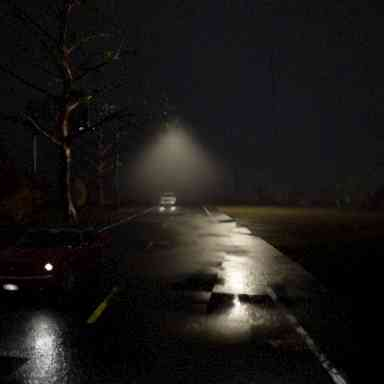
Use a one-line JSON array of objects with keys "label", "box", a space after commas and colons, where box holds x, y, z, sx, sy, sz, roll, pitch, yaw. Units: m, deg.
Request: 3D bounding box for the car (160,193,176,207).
[{"label": "car", "box": [-3.583, 1.131, 50.288, 2.150, 2.045, 5.566, 0, 0, 0]}]

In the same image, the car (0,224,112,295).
[{"label": "car", "box": [-3.600, 1.584, 8.825, 1.895, 1.301, 4.718, 0, 0, 0]}]
